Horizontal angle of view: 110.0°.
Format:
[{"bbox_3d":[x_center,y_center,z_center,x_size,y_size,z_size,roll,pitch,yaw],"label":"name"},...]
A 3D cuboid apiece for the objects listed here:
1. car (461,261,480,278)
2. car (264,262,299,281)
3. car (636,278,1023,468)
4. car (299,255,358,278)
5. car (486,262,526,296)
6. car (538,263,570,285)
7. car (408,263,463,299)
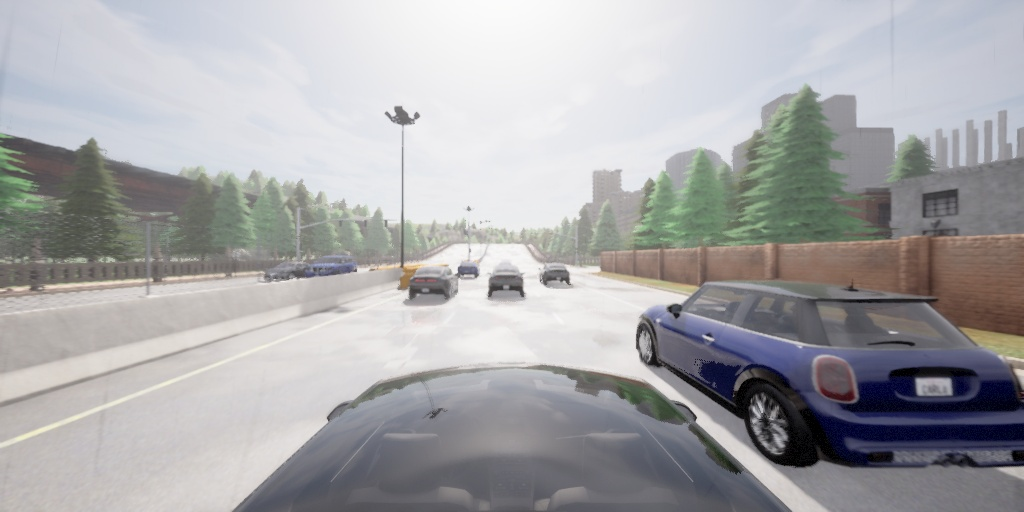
[{"bbox_3d":[-4.135,1.240,34.628,1.882,1.535,5.008,0,0,-1],"label":"car"},{"bbox_3d":[-18.133,1.257,29.488,2.128,1.511,4.902,0,0,-1],"label":"car"},{"bbox_3d":[3.476,1.112,5.116,2.097,1.767,4.553,0,0,-1],"label":"car"},{"bbox_3d":[-14.632,0.965,29.516,2.150,2.045,5.566,0,0,-1],"label":"car"},{"bbox_3d":[-0.324,1.264,19.491,1.837,1.490,4.892,0,0,-1],"label":"car"},{"bbox_3d":[3.040,1.275,26.188,1.837,1.490,4.892,0,-1,-1],"label":"car"},{"bbox_3d":[-3.793,1.257,17.945,1.837,1.490,4.892,0,0,-1],"label":"car"}]
